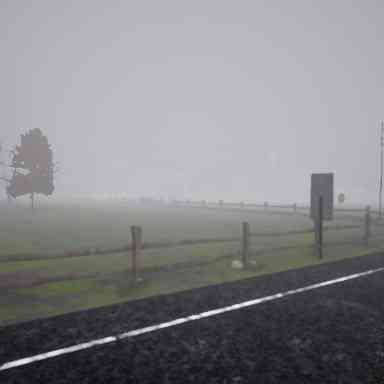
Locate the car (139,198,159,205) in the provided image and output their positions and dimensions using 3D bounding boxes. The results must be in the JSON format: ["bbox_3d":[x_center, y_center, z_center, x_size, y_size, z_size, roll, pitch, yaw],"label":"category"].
[{"bbox_3d":[-8.232,1.767,63.549,2.033,1.411,5.357,2,-1,-36],"label":"car"}]
